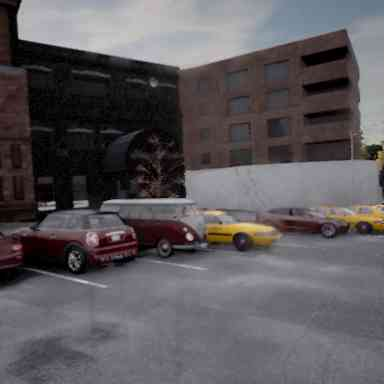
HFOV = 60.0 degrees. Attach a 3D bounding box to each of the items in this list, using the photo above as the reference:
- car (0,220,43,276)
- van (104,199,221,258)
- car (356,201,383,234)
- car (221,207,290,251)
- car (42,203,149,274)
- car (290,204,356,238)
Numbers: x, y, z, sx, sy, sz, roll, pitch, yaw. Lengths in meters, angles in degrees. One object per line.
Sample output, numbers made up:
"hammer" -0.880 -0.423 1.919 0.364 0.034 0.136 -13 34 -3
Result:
"car" -6.375 1.539 9.016 4.674 1.452 2.002 -1 0 35
"van" -1.414 1.249 12.446 4.442 1.987 1.878 -1 -1 34
"car" 8.355 1.504 19.398 5.366 1.575 1.946 -1 -1 34
"car" 1.076 1.472 14.151 5.366 1.575 1.946 -1 -1 34
"car" -3.922 1.359 10.742 4.553 1.767 2.185 -1 0 34
"car" 5.804 1.523 17.735 4.792 1.488 2.163 -1 -1 34
